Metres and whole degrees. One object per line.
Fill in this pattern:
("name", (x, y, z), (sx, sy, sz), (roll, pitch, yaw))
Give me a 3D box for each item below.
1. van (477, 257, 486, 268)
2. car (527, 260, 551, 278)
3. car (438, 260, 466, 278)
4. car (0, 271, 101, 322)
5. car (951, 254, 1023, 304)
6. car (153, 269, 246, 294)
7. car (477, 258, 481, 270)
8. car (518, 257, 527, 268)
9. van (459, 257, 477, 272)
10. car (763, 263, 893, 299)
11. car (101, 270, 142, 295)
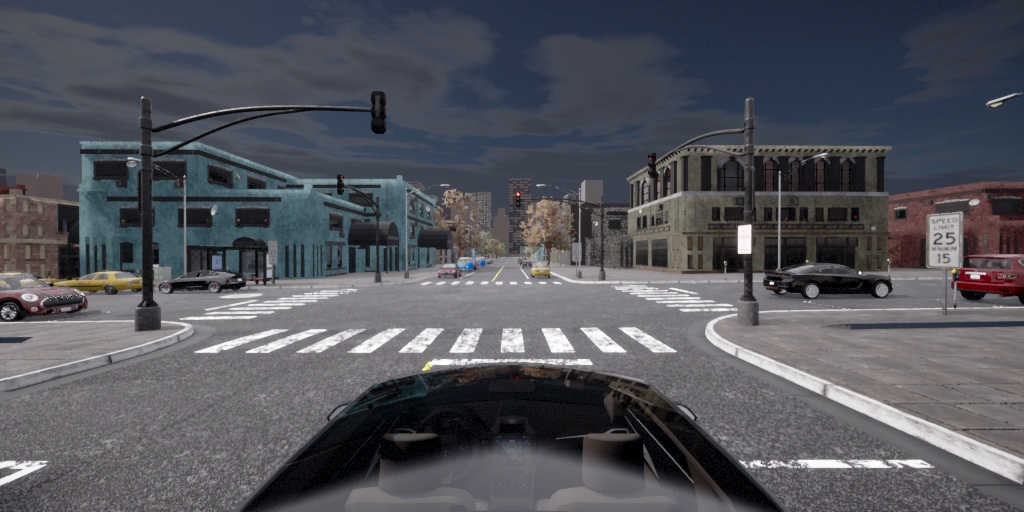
("van", (-5.803, 1.078, 61.200), (1.690, 1.789, 3.998), (0, 0, 0))
("car", (2.631, 1.269, 33.655), (1.751, 1.417, 4.829), (0, 0, 0))
("car", (-5.748, 1.326, 33.469), (1.802, 1.307, 4.207), (0, 0, 0))
("car", (-18.091, 1.423, 12.912), (4.097, 1.591, 1.967), (0, 0, -1))
("car", (19.925, 0.842, 13.634), (5.009, 1.841, 2.192), (0, 0, -1))
("car", (-18.227, 1.474, 21.258), (4.313, 1.339, 1.948), (0, 0, -1))
("car", (-5.782, 1.285, 50.108), (1.888, 1.381, 4.507), (0, 0, 0))
("car", (2.578, 1.288, 61.217), (2.007, 1.370, 4.403), (0, 0, 0))
("van", (-5.770, 1.082, 44.561), (1.690, 1.789, 3.998), (0, 0, 0))
("car", (14.178, 1.050, 16.204), (5.008, 1.535, 1.882), (-1, 1, -1))
("car", (-24.050, 1.501, 21.142), (4.829, 1.417, 1.751), (0, 0, -1))
